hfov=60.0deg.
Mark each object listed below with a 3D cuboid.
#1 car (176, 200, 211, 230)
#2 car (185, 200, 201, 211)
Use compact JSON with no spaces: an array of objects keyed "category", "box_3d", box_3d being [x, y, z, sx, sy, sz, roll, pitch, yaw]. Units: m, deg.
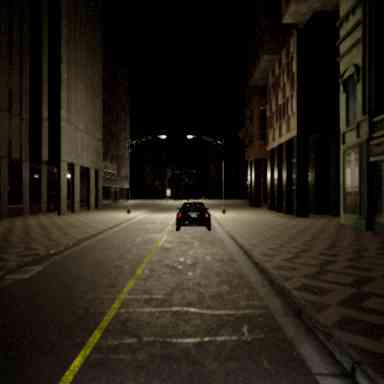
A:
[{"category":"car","box_3d":[0.088,1.389,21.369,2.097,1.767,4.553,0,0,0]},{"category":"car","box_3d":[0.079,1.688,42.173,1.895,1.301,4.718,0,0,0]}]
